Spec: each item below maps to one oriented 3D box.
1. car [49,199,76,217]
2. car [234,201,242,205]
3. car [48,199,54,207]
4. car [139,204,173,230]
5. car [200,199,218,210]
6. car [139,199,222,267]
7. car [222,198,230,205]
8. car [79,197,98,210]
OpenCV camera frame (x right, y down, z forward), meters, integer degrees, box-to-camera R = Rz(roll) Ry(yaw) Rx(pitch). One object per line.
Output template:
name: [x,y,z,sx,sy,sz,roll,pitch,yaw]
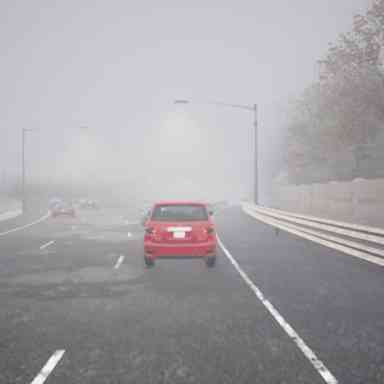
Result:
car: [-12.665,1.723,33.115,1.994,1.385,4.181,0,0,-18]
car: [12.607,3.093,91.308,1.812,1.442,4.674,0,-4,15]
car: [-21.761,1.786,53.090,1.812,1.442,4.674,0,0,-30]
car: [-2.547,1.614,22.589,1.812,1.442,4.674,0,0,-12]
car: [2.514,1.758,47.288,1.895,1.301,4.718,0,0,10]
car: [-0.381,1.264,11.693,2.150,2.045,5.566,0,0,-1]
car: [6.058,1.877,63.596,1.895,1.301,4.718,0,-1,13]
car: [-15.015,1.571,47.916,2.097,1.767,4.553,0,0,-26]
